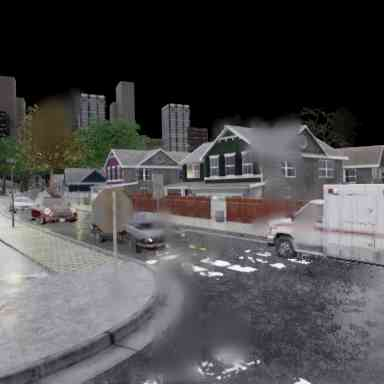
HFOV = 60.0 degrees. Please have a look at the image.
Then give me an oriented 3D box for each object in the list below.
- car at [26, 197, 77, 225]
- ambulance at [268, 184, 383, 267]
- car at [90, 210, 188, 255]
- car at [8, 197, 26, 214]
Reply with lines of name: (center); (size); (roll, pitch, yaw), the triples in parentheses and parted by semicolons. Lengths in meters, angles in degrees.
car: (-9.381, 1.142, 22.356); (2.097, 1.767, 4.553); (-2, 2, -37)
ambulance: (5.220, 1.013, 9.374); (2.351, 2.431, 6.366); (0, 1, -42)
car: (-2.389, 1.452, 13.487); (2.033, 1.411, 5.357); (-2, 2, -38)
car: (-16.051, 1.203, 31.502); (1.812, 1.442, 4.674); (-2, 1, -35)
